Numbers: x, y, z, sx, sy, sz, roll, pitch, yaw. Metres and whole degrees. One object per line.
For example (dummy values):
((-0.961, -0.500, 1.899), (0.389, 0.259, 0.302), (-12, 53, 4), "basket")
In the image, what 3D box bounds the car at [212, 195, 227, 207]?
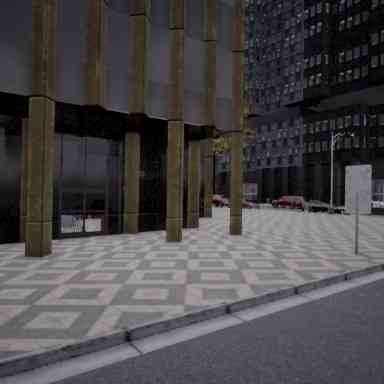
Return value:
((3.677, 1.311, 47.340), (2.192, 1.841, 5.009), (1, -1, -35), "car")

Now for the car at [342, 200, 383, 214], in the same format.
((20.183, 1.708, 38.773), (2.008, 1.369, 4.403), (1, -1, -35), "car")

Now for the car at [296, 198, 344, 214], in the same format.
((13.233, 1.540, 33.840), (1.947, 1.339, 4.313), (1, -1, -35), "car")

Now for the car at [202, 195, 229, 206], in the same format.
((4.256, 1.511, 61.269), (2.192, 1.841, 5.009), (1, -1, -35), "car")

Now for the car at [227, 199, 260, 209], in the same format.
((6.860, 1.570, 42.837), (1.802, 1.307, 4.206), (1, -1, -35), "car")

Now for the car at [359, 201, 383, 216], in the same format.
((16.419, 1.518, 29.341), (2.008, 1.369, 4.403), (1, -1, -35), "car")

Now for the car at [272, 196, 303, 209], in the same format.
((13.815, 1.487, 47.773), (2.192, 1.841, 5.009), (1, -1, -35), "car")
